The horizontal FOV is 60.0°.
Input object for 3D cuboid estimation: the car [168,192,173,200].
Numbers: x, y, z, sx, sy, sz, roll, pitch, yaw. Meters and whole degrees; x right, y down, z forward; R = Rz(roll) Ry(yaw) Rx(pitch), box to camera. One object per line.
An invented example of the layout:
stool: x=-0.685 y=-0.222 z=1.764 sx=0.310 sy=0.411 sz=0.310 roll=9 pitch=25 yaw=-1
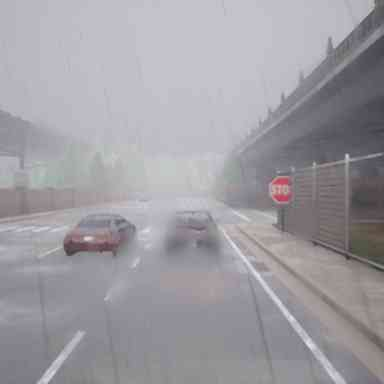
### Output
car: x=-5.828 y=1.021 z=82.902 sx=2.150 sy=2.045 sz=5.566 roll=0 pitch=0 yaw=1

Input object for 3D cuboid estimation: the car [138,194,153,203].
car: x=-9.599 y=1.358 z=66.699 sx=1.837 sy=1.490 sz=4.892 roll=0 pitch=1 yaw=1

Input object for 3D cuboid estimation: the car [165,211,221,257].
car: x=0.051 y=1.464 z=12.747 sx=2.128 sy=1.511 sz=4.902 roll=0 pitch=0 yaw=0

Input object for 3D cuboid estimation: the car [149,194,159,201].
car: x=-9.330 y=1.287 z=82.817 sx=1.882 sy=1.535 sz=5.008 roll=0 pitch=0 yaw=1

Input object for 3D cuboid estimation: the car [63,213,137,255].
car: x=-3.446 y=1.534 z=13.153 sx=1.994 sy=1.385 sz=4.181 roll=0 pitch=0 yaw=0

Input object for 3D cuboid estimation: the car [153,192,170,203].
car: x=-6.100 y=1.358 z=66.826 sx=1.837 sy=1.490 sz=4.892 roll=0 pitch=1 yaw=1
